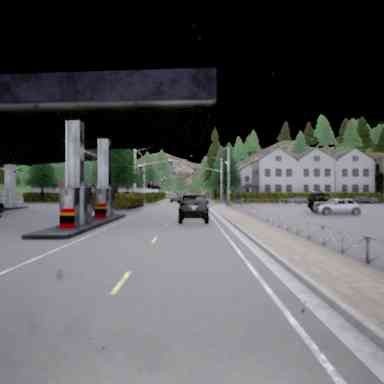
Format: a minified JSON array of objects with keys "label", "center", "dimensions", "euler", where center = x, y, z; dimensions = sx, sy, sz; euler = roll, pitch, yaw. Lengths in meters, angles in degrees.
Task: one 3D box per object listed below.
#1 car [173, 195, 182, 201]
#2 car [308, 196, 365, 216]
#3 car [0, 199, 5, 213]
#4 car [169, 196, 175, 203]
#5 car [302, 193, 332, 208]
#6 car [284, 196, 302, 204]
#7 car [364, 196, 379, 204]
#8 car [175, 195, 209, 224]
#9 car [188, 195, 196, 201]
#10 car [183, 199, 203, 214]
[{"label":"car","center":[-3.485,1.468,79.658],"dimensions":[2.033,1.411,5.357],"euler":[0,0,0]},{"label":"car","center":[12.690,1.334,29.404],"dimensions":[3.806,1.475,1.970],"euler":[0,0,0]},{"label":"car","center":[-20.721,1.451,33.084],"dimensions":[2.242,1.667,4.611],"euler":[0,0,0]},{"label":"car","center":[-3.490,1.484,67.114],"dimensions":[2.033,1.411,5.357],"euler":[0,0,0]},{"label":"car","center":[13.282,1.047,32.732],"dimensions":[3.866,1.878,1.905],"euler":[0,0,0]},{"label":"car","center":[17.525,1.322,55.371],"dimensions":[4.181,1.385,1.994],"euler":[0,0,0]},{"label":"car","center":[28.175,1.305,55.403],"dimensions":[5.357,1.411,2.033],"euler":[0,0,0]},{"label":"car","center":[0.105,1.199,24.704],"dimensions":[2.150,2.045,5.566],"euler":[0,0,0]},{"label":"car","center":[0.017,1.447,85.924],"dimensions":[2.128,1.511,4.902],"euler":[0,0,0]},{"label":"car","center":[0.103,1.532,35.304],"dimensions":[1.994,1.385,4.181],"euler":[0,0,0]}]
